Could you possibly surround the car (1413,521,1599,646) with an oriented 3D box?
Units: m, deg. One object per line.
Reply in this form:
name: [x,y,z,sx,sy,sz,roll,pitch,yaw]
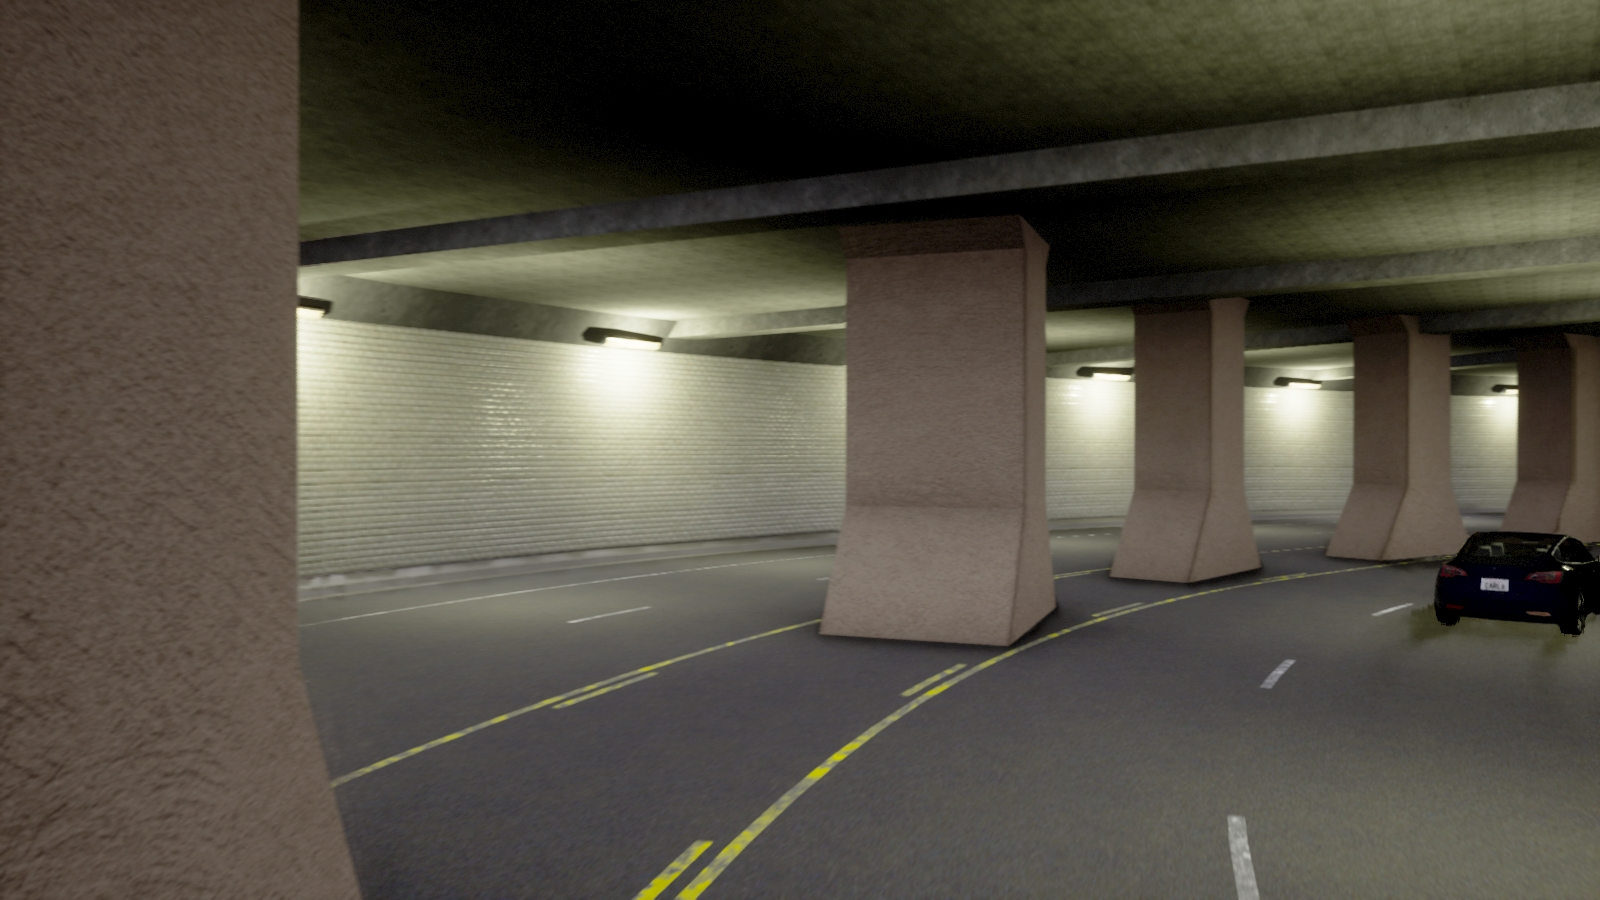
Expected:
car: [12.019,2.077,18.945,2.163,1.488,4.792,0,0,42]
